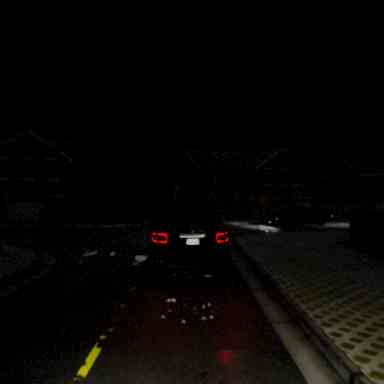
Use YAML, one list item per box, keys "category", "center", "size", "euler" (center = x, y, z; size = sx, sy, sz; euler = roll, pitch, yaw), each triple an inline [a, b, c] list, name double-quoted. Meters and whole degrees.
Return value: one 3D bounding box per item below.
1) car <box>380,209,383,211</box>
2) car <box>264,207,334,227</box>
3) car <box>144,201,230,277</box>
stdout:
- category: "car"
  center: [17.975, 1.908, 28.864]
  size: [4.902, 1.511, 2.128]
  euler: [1, 0, -20]
- category: "car"
  center: [8.182, 1.832, 25.281]
  size: [5.357, 1.411, 2.033]
  euler: [1, 0, -21]
- category: "car"
  center: [-0.355, 1.297, 10.683]
  size: [2.150, 2.045, 5.566]
  euler: [0, 0, -8]
